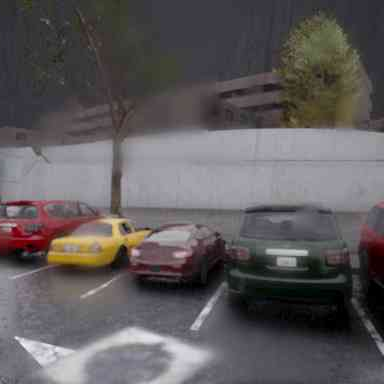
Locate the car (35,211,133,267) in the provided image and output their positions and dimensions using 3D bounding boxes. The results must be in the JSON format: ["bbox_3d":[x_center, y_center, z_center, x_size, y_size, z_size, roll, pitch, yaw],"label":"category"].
[{"bbox_3d":[-2.634,1.564,11.548,1.946,1.575,5.366,-1,-1,15],"label":"car"}]

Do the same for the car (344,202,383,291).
[{"bbox_3d":[4.675,1.232,6.126,2.435,2.045,5.566,0,-1,15],"label":"car"}]

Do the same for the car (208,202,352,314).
[{"bbox_3d":[2.231,1.260,7.929,2.435,2.045,5.566,0,-1,15],"label":"car"}]

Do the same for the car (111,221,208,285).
[{"bbox_3d":[-0.232,1.577,9.632,2.002,1.452,4.674,-1,-1,15],"label":"car"}]

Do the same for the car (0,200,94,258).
[{"bbox_3d":[-5.132,1.341,13.129,2.435,2.045,5.566,-1,-1,15],"label":"car"}]
